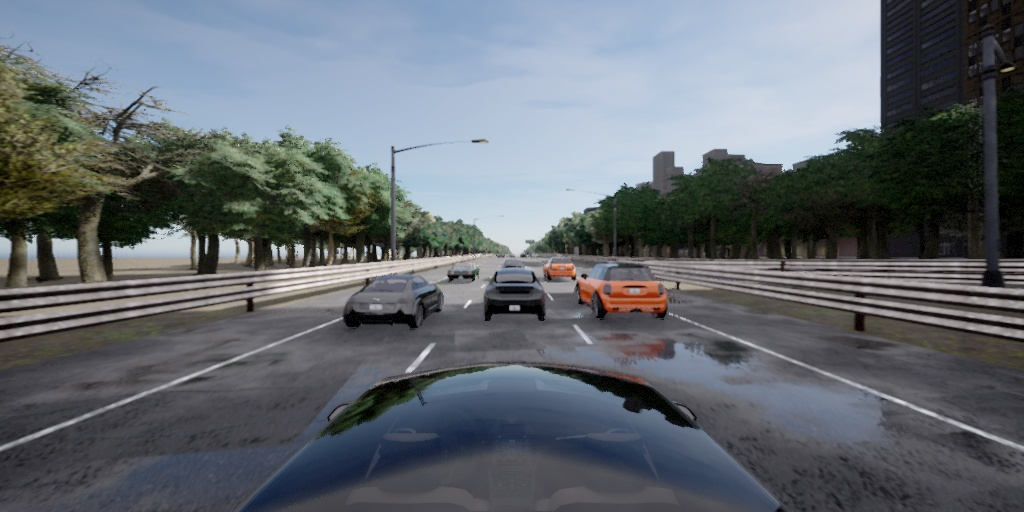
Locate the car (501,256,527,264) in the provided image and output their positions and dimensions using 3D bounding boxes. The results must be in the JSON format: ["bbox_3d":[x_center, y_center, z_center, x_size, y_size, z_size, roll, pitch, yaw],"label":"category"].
[{"bbox_3d":[0.091,1.013,28.096,1.837,1.490,4.892,0,1,0],"label":"car"}]

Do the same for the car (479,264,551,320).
[{"bbox_3d":[0.084,1.174,12.274,1.837,1.490,4.892,0,0,0],"label":"car"}]

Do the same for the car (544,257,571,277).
[{"bbox_3d":[3.588,0.865,27.733,2.097,1.767,4.553,0,1,0],"label":"car"}]

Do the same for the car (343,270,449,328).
[{"bbox_3d":[-3.422,1.244,11.058,1.994,1.385,4.181,0,0,0],"label":"car"}]

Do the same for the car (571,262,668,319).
[{"bbox_3d":[3.583,1.020,12.564,2.097,1.767,4.553,0,0,0],"label":"car"}]

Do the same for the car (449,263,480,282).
[{"bbox_3d":[-3.417,1.130,26.315,1.895,1.301,4.718,0,1,0],"label":"car"}]
